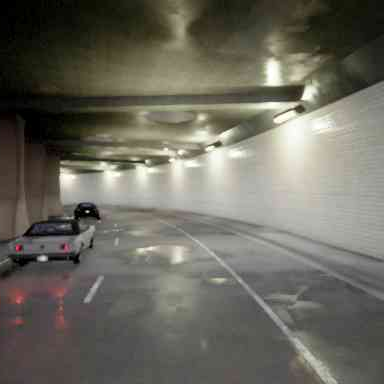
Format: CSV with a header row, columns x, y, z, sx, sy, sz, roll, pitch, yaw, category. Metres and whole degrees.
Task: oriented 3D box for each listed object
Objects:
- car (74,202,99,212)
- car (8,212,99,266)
x,y,z,sx,sy,sz,roll,pitch,yaw,category
-9.135,1.565,28.757,1.994,1.385,4.181,-1,0,-20,car
-4.607,1.610,11.714,1.895,1.301,4.718,-1,0,-9,car
